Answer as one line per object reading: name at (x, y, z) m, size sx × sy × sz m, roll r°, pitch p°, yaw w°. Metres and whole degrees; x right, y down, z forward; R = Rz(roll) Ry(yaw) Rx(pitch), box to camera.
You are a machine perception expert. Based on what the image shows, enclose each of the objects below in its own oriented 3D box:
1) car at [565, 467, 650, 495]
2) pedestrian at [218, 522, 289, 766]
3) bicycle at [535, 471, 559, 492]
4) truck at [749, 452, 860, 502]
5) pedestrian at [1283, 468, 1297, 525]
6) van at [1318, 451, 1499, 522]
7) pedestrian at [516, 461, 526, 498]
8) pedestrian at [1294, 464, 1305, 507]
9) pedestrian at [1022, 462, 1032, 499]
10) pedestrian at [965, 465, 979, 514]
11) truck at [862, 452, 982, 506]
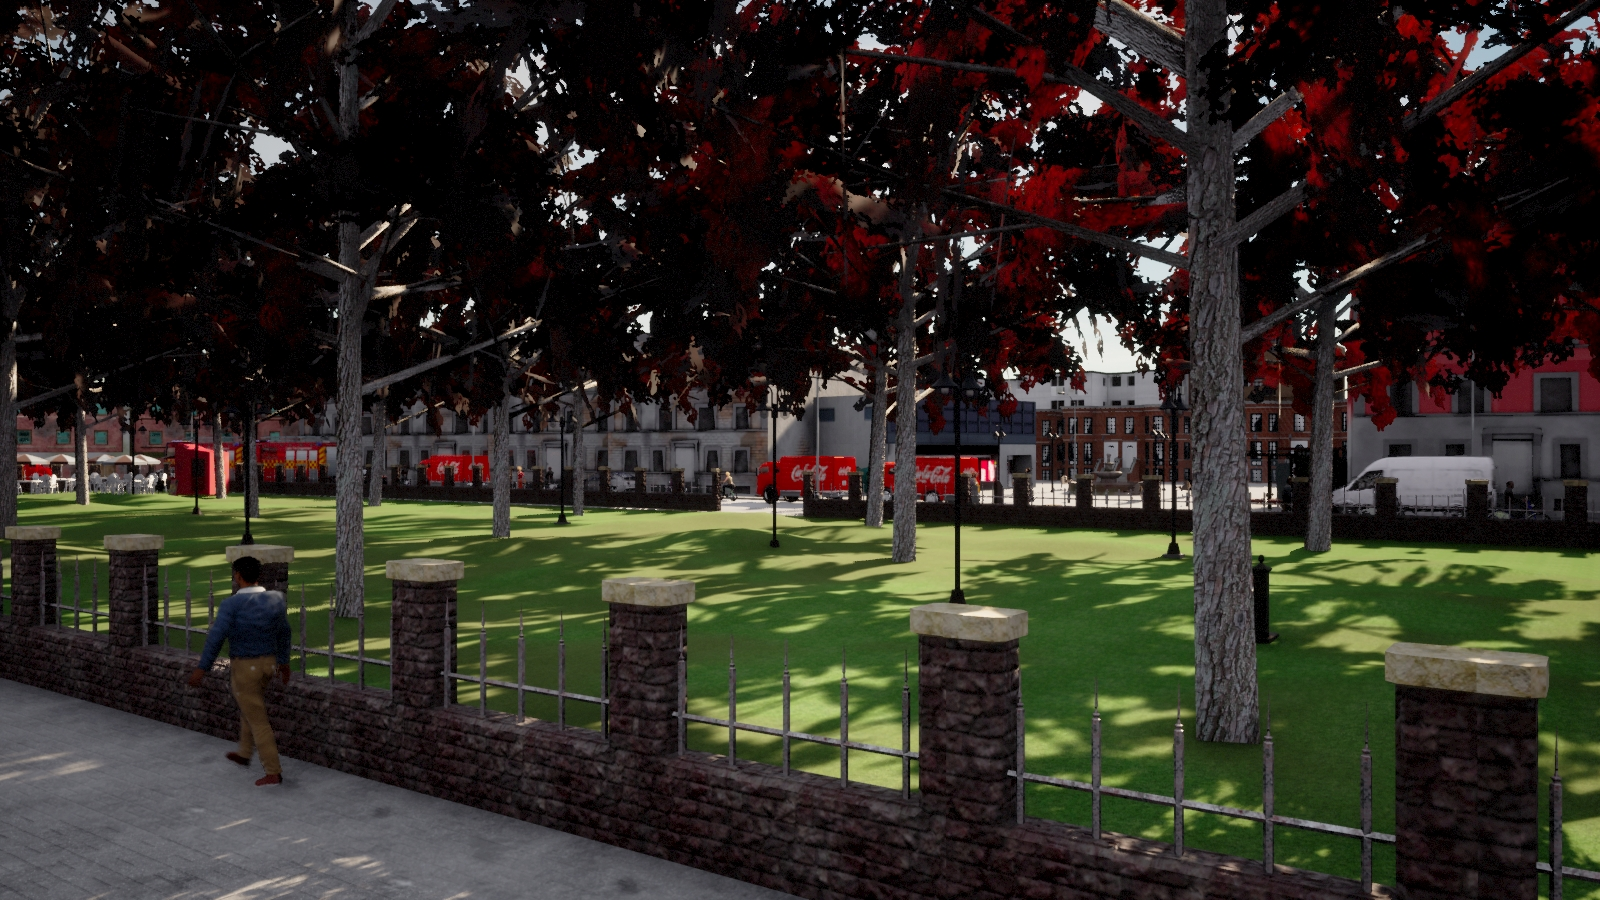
car at (-11.432, 1.827, 67.802) m, size 4.902 × 1.511 × 2.128 m, roll 0°, pitch 0°, yaw 35°
pedestrian at (-4.372, 1.526, 9.145) m, size 0.375 × 1.860 × 0.375 m, roll 0°, pitch 0°, yaw 35°
bicycle at (-15.681, 1.940, 70.806) m, size 1.835 × 1.271 × 0.329 m, roll 0°, pitch 0°, yaw 35°
truck at (0.205, 1.348, 59.637) m, size 5.204 × 2.467 × 2.627 m, roll 0°, pitch 0°, yaw 35°
pedestrian at (16.150, 1.524, 37.652) m, size 0.375 × 1.860 × 0.375 m, roll 0°, pitch 0°, yaw 35°
van at (23.119, 1.314, 43.551) m, size 5.915 × 2.561 × 1.988 m, roll 0°, pitch 0°, yaw 35°
pedestrian at (-14.447, 1.522, 59.179) m, size 0.375 × 1.860 × 0.375 m, roll 0°, pitch 0°, yaw 35°
pedestrian at (21.542, 1.522, 49.256) m, size 0.375 × 1.860 × 0.375 m, roll 0°, pitch 0°, yaw 12°
pedestrian at (11.720, 1.573, 59.078) m, size 0.375 × 1.860 × 0.375 m, roll 0°, pitch 0°, yaw 37°
pedestrian at (6.674, 1.525, 44.336) m, size 0.375 × 1.860 × 0.375 m, roll 0°, pitch 0°, yaw 35°
truck at (5.913, 1.348, 55.621) m, size 5.204 × 2.467 × 2.627 m, roll 0°, pitch 0°, yaw 35°
